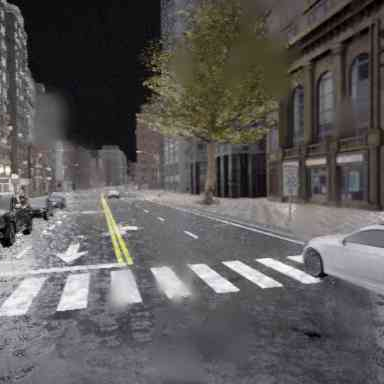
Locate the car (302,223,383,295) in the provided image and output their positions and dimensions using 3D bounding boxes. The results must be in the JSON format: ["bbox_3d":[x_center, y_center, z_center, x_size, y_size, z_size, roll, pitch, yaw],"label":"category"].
[{"bbox_3d":[4.108,1.304,6.513,1.812,1.442,4.674,-1,1,-16],"label":"car"}]

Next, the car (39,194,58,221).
[{"bbox_3d":[-11.127,1.153,23.858,1.882,1.535,5.008,-1,1,-16],"label":"car"}]

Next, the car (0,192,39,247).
[{"bbox_3d":[-8.357,1.061,14.131,2.150,2.045,5.566,-1,1,-15],"label":"car"}]

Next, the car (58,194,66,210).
[{"bbox_3d":[-13.923,0.986,33.789,2.128,1.511,4.902,-1,1,-16],"label":"car"}]

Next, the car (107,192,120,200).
[{"bbox_3d":[-12.962,0.566,54.647,1.895,1.301,4.718,-1,2,-16],"label":"car"}]
